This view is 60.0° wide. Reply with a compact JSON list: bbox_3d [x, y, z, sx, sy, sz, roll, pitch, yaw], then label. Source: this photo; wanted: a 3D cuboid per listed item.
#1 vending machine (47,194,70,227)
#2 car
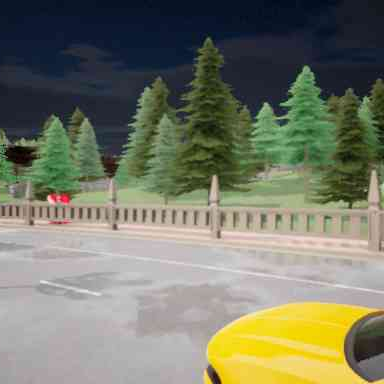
[{"bbox_3d":[-8.765,1.166,21.876,0.880,2.100,1.100,0,0,25],"label":"vending machine"},{"bbox_3d":[2.377,1.463,2.131,5.008,1.535,1.882,0,0,36],"label":"car"}]
